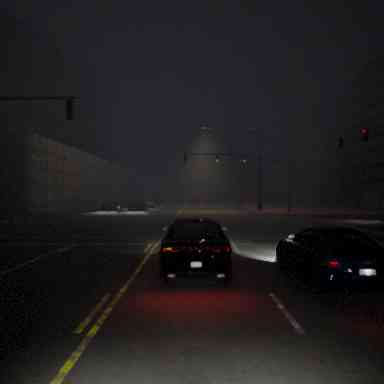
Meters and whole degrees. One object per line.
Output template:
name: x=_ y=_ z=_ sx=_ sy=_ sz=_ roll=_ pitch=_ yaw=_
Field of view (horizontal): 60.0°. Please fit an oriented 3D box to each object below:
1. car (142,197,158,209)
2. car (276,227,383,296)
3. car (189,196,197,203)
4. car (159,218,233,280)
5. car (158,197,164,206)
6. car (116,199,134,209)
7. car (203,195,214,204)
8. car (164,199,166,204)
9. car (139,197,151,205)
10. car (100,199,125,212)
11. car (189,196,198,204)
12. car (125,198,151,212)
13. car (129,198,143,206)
car: x=-6.878 y=1.813 z=51.745 sx=1.812 sy=1.442 sz=4.674 roll=0 pitch=0 yaw=0
car: x=3.611 y=1.614 z=8.803 sx=1.994 sy=1.385 sz=4.181 roll=0 pitch=0 yaw=1
car: x=0.323 y=1.825 z=82.757 sx=1.882 sy=1.535 sz=5.008 roll=0 pitch=0 yaw=0
car: x=0.095 y=1.535 z=10.199 sx=1.882 sy=1.535 sz=5.008 roll=0 pitch=0 yaw=0
car: x=-6.829 y=1.843 z=60.991 sx=1.837 sy=1.490 sz=4.892 roll=0 pitch=0 yaw=1
car: x=-10.380 y=1.812 z=51.700 sx=1.812 sy=1.442 sz=4.674 roll=0 pitch=0 yaw=0
car: x=3.798 y=1.933 z=73.587 sx=1.812 sy=1.442 sz=4.674 roll=0 pitch=0 yaw=0
car: x=-6.723 y=1.895 z=71.167 sx=1.837 sy=1.490 sz=4.892 roll=0 pitch=0 yaw=0
car: x=-10.219 y=1.875 z=72.014 sx=1.882 sy=1.535 sz=5.008 roll=0 pitch=0 yaw=0
car: x=-10.426 y=1.802 z=42.947 sx=1.994 sy=1.385 sz=4.181 roll=0 pitch=0 yaw=0
car: x=0.284 y=1.920 z=72.755 sx=1.812 sy=1.442 sz=4.674 roll=0 pitch=0 yaw=0
car: x=-6.925 y=1.803 z=42.988 sx=1.994 sy=1.385 sz=4.181 roll=0 pitch=0 yaw=0
car: x=-10.321 y=1.906 z=61.600 sx=1.994 sy=1.385 sz=4.181 roll=0 pitch=0 yaw=1
